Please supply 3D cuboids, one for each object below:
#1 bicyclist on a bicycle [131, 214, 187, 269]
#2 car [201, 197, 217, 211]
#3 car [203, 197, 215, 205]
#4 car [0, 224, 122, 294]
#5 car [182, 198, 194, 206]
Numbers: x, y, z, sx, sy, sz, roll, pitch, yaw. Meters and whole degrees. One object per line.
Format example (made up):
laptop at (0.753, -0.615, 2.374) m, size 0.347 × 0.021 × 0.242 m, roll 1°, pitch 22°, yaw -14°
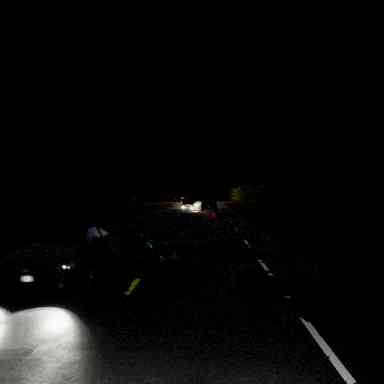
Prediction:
bicyclist on a bicycle at (-0.989, 1.457, 9.755) m, size 1.656 × 1.620 × 0.582 m, roll -2°, pitch 0°, yaw 3°
car at (2.082, 1.527, 40.808) m, size 2.128 × 1.511 × 4.902 m, roll 0°, pitch 0°, yaw 3°
car at (3.179, 1.677, 62.480) m, size 2.128 × 1.511 × 4.902 m, roll 0°, pitch -1°, yaw 3°
car at (-3.235, 1.567, 8.701) m, size 1.994 × 1.385 × 4.181 m, roll 0°, pitch 0°, yaw 3°
car at (-0.704, 1.752, 58.561) m, size 1.895 × 1.301 × 4.718 m, roll 0°, pitch 0°, yaw 3°
